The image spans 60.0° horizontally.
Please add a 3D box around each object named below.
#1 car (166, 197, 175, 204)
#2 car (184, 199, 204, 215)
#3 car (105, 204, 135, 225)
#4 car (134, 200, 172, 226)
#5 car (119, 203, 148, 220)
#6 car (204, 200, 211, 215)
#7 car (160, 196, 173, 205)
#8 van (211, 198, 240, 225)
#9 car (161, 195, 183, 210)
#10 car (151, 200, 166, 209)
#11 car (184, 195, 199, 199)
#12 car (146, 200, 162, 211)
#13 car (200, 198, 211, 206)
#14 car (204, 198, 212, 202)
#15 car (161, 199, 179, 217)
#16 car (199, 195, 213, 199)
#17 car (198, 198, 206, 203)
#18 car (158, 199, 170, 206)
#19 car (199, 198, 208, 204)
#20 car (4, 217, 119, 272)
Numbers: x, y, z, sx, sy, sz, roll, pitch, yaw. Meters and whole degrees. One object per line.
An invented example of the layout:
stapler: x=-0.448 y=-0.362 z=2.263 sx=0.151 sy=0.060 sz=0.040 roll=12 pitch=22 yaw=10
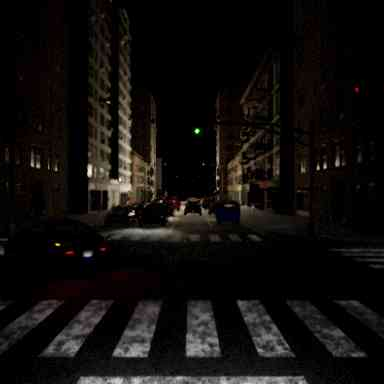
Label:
car: x=-5.376 y=2.024 z=82.132 sx=1.967 sy=1.590 sz=4.097 roll=0 pitch=0 yaw=0
car: x=0.104 y=1.802 z=37.106 sx=1.812 sy=1.442 sz=4.674 roll=0 pitch=0 yaw=0
car: x=-5.384 y=1.740 z=25.314 sx=2.008 sy=1.369 sz=4.403 roll=0 pitch=0 yaw=0
car: x=-2.832 y=1.667 z=25.322 sx=1.882 sy=1.535 sz=5.008 roll=0 pitch=0 yaw=0
car: x=-5.383 y=1.776 z=30.996 sx=1.887 sy=1.381 sz=4.507 roll=0 pitch=0 yaw=0
car: x=2.643 y=1.855 z=36.683 sx=1.802 sy=1.307 sz=4.206 roll=0 pitch=0 yaw=0
car: x=-5.377 y=1.823 z=70.769 sx=2.192 sy=1.841 sz=5.009 roll=0 pitch=0 yaw=0
van: x=2.641 y=1.530 z=25.323 sx=1.690 sy=1.788 sz=3.998 roll=0 pitch=0 yaw=0
car: x=-2.744 y=1.560 z=45.742 sx=2.150 sy=2.045 sz=5.566 roll=0 pitch=0 yaw=0
car: x=-5.380 y=1.959 z=53.723 sx=1.947 sy=1.339 sz=4.313 roll=0 pitch=0 yaw=0
car: x=0.060 y=1.792 z=60.795 sx=2.097 sy=1.767 sz=4.553 roll=0 pitch=0 yaw=0
car: x=-5.381 y=1.879 z=47.872 sx=1.752 sy=1.417 sz=4.829 roll=0 pitch=0 yaw=0
car: x=2.647 y=1.910 z=65.091 sx=1.967 sy=1.590 sz=4.097 roll=0 pitch=0 yaw=0
car: x=2.644 y=1.936 z=48.046 sx=1.802 sy=1.307 sz=4.206 roll=0 pitch=0 yaw=0
car: x=-2.792 y=1.810 z=35.228 sx=2.033 sy=1.411 sz=5.357 roll=0 pitch=0 yaw=1
car: x=2.645 y=1.708 z=53.730 sx=2.192 sy=1.841 sz=5.009 roll=0 pitch=0 yaw=0
car: x=2.650 y=2.188 z=87.814 sx=1.947 sy=1.339 sz=4.313 roll=0 pitch=0 yaw=0
car: x=-5.378 y=2.035 z=65.086 sx=1.947 sy=1.339 sz=4.313 roll=0 pitch=0 yaw=0
car: x=2.648 y=2.097 z=76.452 sx=2.008 sy=1.369 sz=4.403 roll=0 pitch=0 yaw=0
car: x=-4.579 y=1.590 z=11.116 sx=1.812 sy=1.442 sz=4.674 roll=2 pitch=-1 yaw=-44
